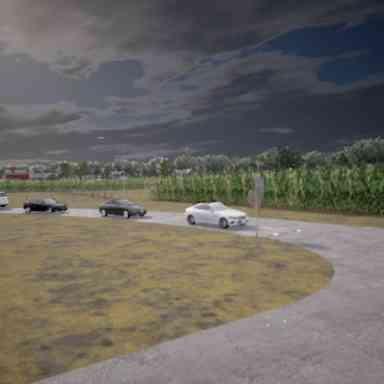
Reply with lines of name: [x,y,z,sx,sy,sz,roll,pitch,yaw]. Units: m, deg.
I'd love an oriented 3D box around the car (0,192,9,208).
car: [-25.349,1.023,40.912,5.566,2.045,2.150,0,2,14]

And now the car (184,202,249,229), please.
car: [1.423,1.392,21.041,1.812,1.442,4.674,-3,2,-42]

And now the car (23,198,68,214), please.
car: [-14.926,1.348,33.888,5.008,1.535,1.882,0,2,26]

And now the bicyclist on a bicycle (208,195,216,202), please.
bicyclist on a bicycle: [1.767,1.110,29.679,0.582,1.620,1.656,1,1,43]

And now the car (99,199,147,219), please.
car: [-5.879,1.347,28.081,4.892,1.490,1.837,0,2,38]
